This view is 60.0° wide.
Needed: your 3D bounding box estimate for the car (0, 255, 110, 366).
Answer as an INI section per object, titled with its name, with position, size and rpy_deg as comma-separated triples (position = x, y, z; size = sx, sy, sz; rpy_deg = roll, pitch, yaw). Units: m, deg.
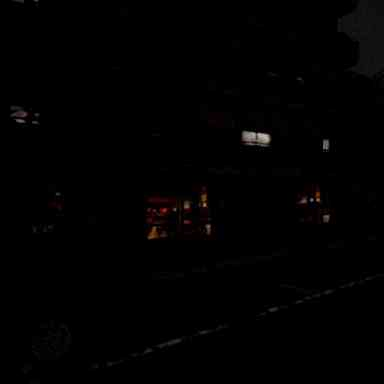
[car]
position = -3.329, 1.549, 4.186
size = 4.507, 1.381, 1.887
rpy_deg = -1, 1, -36
